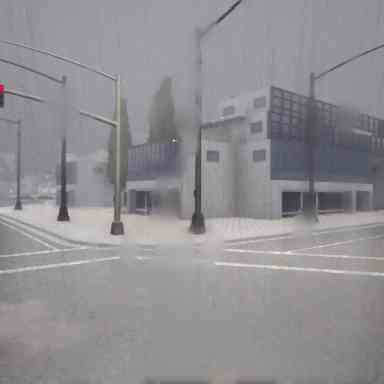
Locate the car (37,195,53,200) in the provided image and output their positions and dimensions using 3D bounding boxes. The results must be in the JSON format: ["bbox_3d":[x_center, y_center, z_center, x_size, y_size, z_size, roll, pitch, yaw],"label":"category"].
[{"bbox_3d":[-38.457,1.466,86.549,4.181,1.385,1.994,0,0,6],"label":"car"}]

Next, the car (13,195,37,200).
[{"bbox_3d":[-42.509,1.410,83.742,4.902,1.511,2.128,0,0,8],"label":"car"}]
